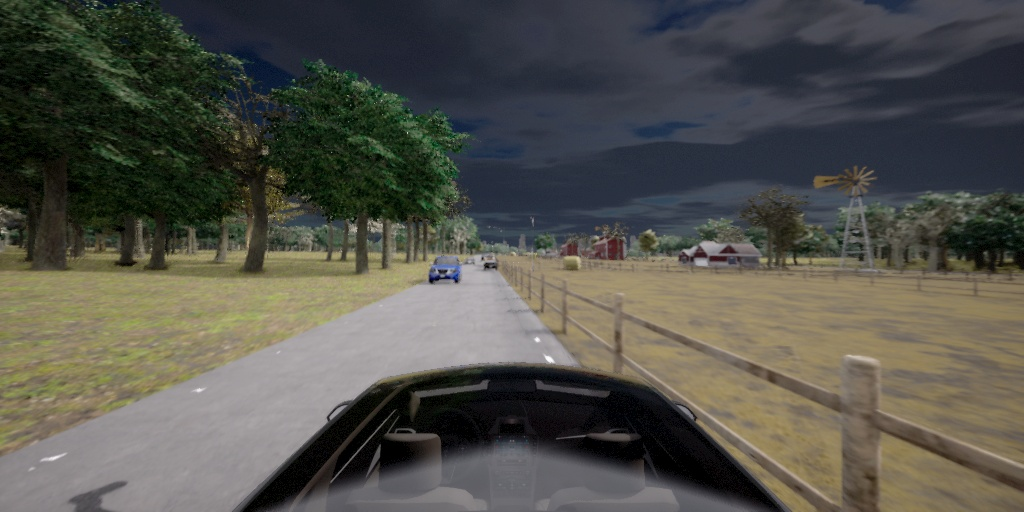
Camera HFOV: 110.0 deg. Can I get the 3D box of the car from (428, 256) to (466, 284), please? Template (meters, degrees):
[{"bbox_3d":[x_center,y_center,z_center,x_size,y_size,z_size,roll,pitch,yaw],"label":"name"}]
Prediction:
[{"bbox_3d":[-5.002,1.022,27.598,2.150,2.045,5.566,0,0,-4],"label":"car"}]

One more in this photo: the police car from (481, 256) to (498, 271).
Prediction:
[{"bbox_3d":[-3.015,1.165,50.481,1.930,1.638,5.238,0,1,-4],"label":"police car"}]
